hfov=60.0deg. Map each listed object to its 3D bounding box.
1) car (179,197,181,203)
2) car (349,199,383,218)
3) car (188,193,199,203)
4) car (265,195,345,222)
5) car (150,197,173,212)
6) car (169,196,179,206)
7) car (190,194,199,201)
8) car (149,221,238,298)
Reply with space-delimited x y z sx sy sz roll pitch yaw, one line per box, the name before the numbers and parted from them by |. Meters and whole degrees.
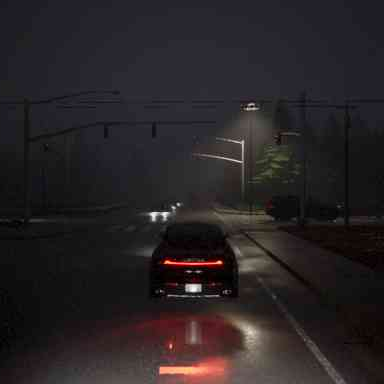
car | -3.340 1.601 69.129 1.895 1.301 4.718 0 0 1
car | 14.588 1.379 29.638 4.553 1.767 2.097 0 0 1
car | 0.301 1.224 70.535 2.150 2.045 5.566 0 0 2
car | 8.491 1.249 25.759 5.566 2.045 2.150 0 0 -2
car | -3.597 1.564 37.889 1.994 1.385 4.181 0 0 0
car | -3.572 1.507 53.912 1.837 1.490 4.892 0 0 0
car | 0.574 1.355 80.928 2.097 1.767 4.553 0 0 2
car | 0.048 1.501 8.502 1.837 1.490 4.892 0 0 1
